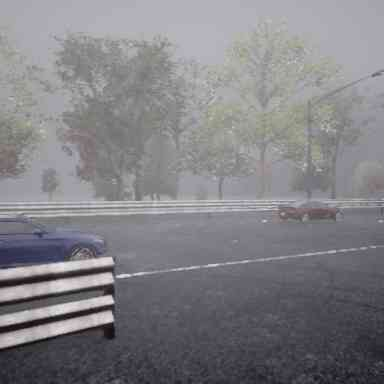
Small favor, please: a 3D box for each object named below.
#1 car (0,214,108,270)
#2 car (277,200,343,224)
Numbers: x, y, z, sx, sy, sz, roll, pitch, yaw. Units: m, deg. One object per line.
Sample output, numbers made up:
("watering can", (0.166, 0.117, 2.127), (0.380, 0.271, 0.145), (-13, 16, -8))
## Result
("car", (-4.550, 1.292, 8.465), (4.674, 1.442, 1.812), (0, 0, -28))
("car", (8.132, 1.274, 22.750), (5.008, 1.535, 1.882), (0, 0, -26))
